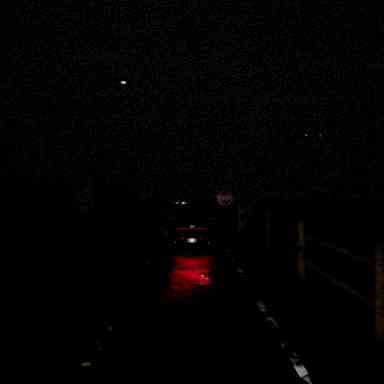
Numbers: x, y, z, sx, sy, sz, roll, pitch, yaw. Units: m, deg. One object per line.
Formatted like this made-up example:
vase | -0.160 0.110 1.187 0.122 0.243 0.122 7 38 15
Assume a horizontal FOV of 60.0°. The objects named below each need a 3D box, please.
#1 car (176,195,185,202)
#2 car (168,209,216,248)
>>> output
car | -2.750 1.392 79.459 2.097 1.767 4.553 0 0 0
car | -0.001 1.524 14.645 1.837 1.490 4.892 0 0 0
